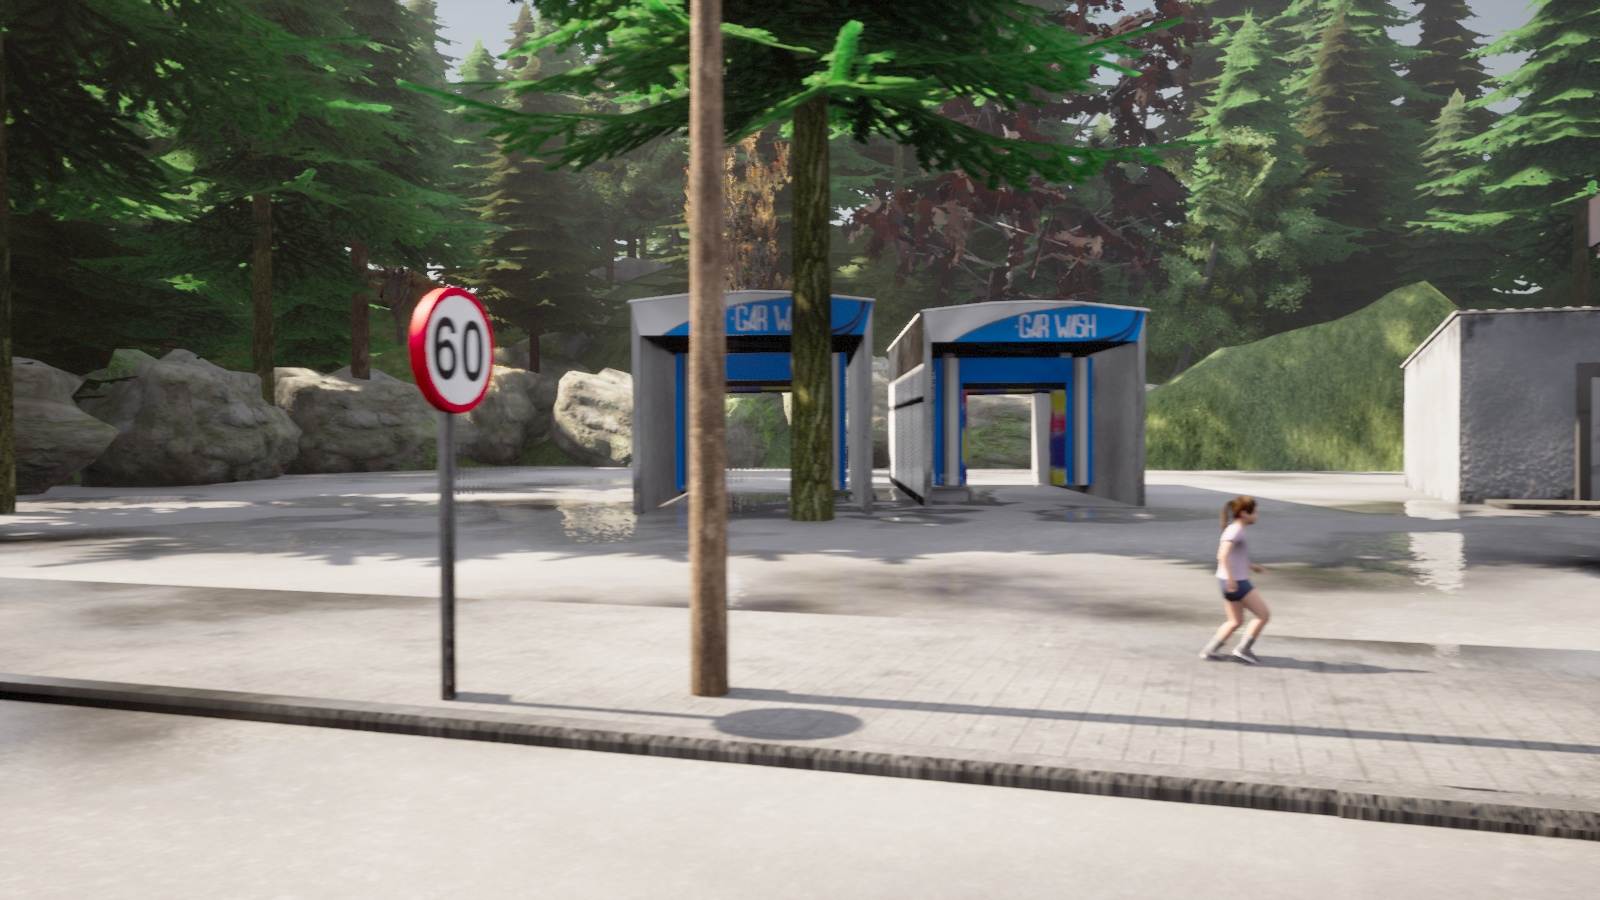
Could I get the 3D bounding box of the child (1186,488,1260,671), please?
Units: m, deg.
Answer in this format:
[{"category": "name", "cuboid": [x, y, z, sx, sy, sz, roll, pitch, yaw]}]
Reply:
[{"category": "child", "cuboid": [2.645, 0.800, 7.872, 0.394, 1.110, 0.255, 0, 1, 10]}]
